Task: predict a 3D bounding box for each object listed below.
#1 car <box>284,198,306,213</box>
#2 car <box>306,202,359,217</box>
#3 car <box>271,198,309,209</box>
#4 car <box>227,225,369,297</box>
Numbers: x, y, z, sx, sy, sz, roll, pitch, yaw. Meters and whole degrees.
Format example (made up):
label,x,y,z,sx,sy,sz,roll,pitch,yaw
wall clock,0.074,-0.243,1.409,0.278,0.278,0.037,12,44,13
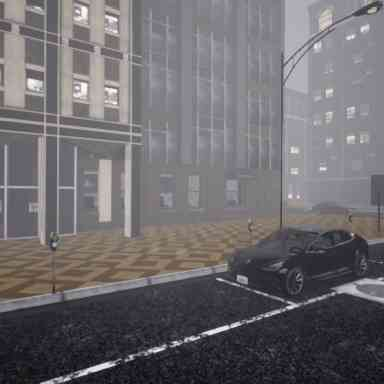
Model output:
label,x,y,z,sx,sy,sz,roll,pitch,yaw
car,9.754,1.466,34.749,1.752,1.417,4.829,0,0,-36
car,12.956,1.533,30.287,1.802,1.307,4.206,0,0,-36
car,13.059,1.498,44.513,1.752,1.417,4.829,0,0,-36
car,2.888,1.567,8.621,4.313,1.339,1.947,0,0,-36
